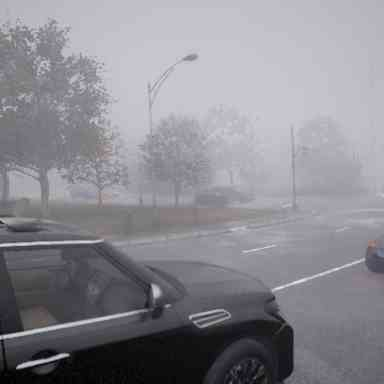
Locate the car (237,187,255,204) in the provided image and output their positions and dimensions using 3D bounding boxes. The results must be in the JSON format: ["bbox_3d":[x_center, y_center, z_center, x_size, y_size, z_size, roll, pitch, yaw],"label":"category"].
[{"bbox_3d":[4.971,0.359,41.091,5.566,2.045,2.150,0,3,33],"label":"car"}]

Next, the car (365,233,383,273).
[{"bbox_3d":[6.562,1.452,9.316,4.181,1.385,1.994,-2,1,-42],"label":"car"}]

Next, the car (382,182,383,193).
[{"bbox_3d":[29.536,-0.529,49.412,1.994,1.385,4.181,-1,2,31],"label":"car"}]

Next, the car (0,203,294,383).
[{"bbox_3d":[-1.573,1.216,2.773,5.566,2.045,2.150,1,0,-35],"label":"car"}]

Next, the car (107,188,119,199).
[{"bbox_3d":[-13.734,0.158,53.042,4.553,1.767,2.097,2,4,33],"label":"car"}]

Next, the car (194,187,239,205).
[{"bbox_3d":[2.554,0.664,38.494,4.553,1.767,2.097,0,3,33],"label":"car"}]

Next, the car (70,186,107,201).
[{"bbox_3d":[-16.113,0.180,50.405,5.566,2.045,2.150,2,4,33],"label":"car"}]
